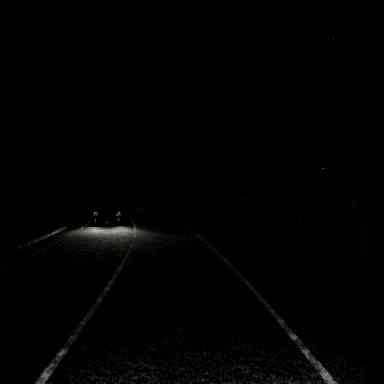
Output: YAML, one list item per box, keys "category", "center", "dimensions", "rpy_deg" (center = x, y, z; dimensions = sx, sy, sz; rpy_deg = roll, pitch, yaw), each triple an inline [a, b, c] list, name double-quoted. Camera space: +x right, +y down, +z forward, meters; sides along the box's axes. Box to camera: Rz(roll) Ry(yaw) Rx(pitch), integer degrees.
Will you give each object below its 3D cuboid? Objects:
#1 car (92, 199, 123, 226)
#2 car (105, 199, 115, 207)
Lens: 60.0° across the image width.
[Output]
- category: "car"
  center: [-6.371, 1.568, 25.333]
  dimensions: [2.097, 1.767, 4.553]
  rpy_deg: [0, -1, -12]
- category: "car"
  center: [-16.090, 2.150, 65.515]
  dimensions: [1.837, 1.490, 4.892]
  rpy_deg: [1, -2, -14]
